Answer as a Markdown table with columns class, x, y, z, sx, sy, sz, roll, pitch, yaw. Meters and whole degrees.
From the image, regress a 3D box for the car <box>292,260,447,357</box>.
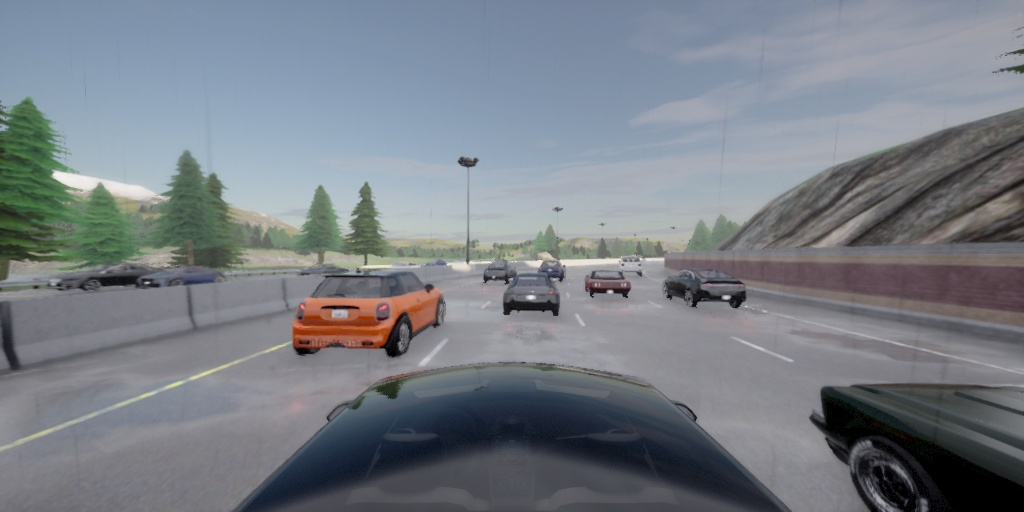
| class | x | y | z | sx | sy | sz | roll | pitch | yaw |
| --- | --- | --- | --- | --- | --- | --- | --- | --- | --- |
| car | -3.091 | 1.100 | 8.765 | 2.097 | 1.767 | 4.553 | 0 | 0 | 3 |

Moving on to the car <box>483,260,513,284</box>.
| class | x | y | z | sx | sy | sz | roll | pitch | yaw |
| --- | --- | --- | --- | --- | --- | --- | --- | --- | --- |
| car | -0.830 | 1.266 | 27.157 | 2.128 | 1.511 | 4.902 | 0 | 0 | 10 |

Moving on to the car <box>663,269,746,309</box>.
| class | x | y | z | sx | sy | sz | roll | pitch | yaw |
| --- | --- | --- | --- | --- | --- | --- | --- | --- | --- |
| car | 7.984 | 1.281 | 15.325 | 2.128 | 1.511 | 4.902 | 0 | 0 | 6 |

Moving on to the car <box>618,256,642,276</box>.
| class | x | y | z | sx | sy | sz | roll | pitch | yaw |
| --- | --- | --- | --- | --- | --- | --- | --- | --- | --- |
| car | 12.592 | 1.050 | 38.187 | 2.150 | 2.045 | 5.566 | 0 | 0 | 16 |

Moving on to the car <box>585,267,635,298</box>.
| class | x | y | z | sx | sy | sz | roll | pitch | yaw |
| --- | --- | --- | --- | --- | --- | --- | --- | --- | --- |
| car | 4.875 | 1.384 | 18.900 | 1.895 | 1.301 | 4.718 | 0 | 0 | 8 |

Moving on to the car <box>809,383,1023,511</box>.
| class | x | y | z | sx | sy | sz | roll | pitch | yaw |
| --- | --- | --- | --- | --- | --- | --- | --- | --- | --- |
| car | 3.649 | 1.362 | 1.102 | 1.895 | 1.301 | 4.718 | 0 | 0 | 0 |

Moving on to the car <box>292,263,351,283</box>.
| class | x | y | z | sx | sy | sz | roll | pitch | yaw |
| --- | --- | --- | --- | --- | --- | --- | --- | --- | --- |
| car | -14.997 | 1.294 | 28.520 | 1.994 | 1.385 | 4.181 | 0 | 0 | 11 |

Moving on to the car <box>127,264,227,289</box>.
| class | x | y | z | sx | sy | sz | roll | pitch | yaw |
| --- | --- | --- | --- | --- | --- | --- | --- | --- | --- |
| car | -19.629 | 1.272 | 21.511 | 1.994 | 1.385 | 4.181 | 0 | 0 | 8 |

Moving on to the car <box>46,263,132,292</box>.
| class | x | y | z | sx | sy | sz | roll | pitch | yaw |
| --- | --- | --- | --- | --- | --- | --- | --- | --- | --- |
| car | -23.241 | 1.188 | 20.842 | 2.128 | 1.511 | 4.902 | 0 | 0 | 7 |

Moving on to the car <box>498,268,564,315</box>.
| class | x | y | z | sx | sy | sz | roll | pitch | yaw |
| --- | --- | --- | --- | --- | --- | --- | --- | --- | --- |
| car | 0.791 | 1.329 | 13.728 | 1.994 | 1.385 | 4.181 | 0 | 0 | 5 |

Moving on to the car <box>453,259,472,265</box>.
| class | x | y | z | sx | sy | sz | roll | pitch | yaw |
| --- | --- | --- | --- | --- | --- | --- | --- | --- | --- |
| car | -8.544 | 1.314 | 62.542 | 1.812 | 1.442 | 4.674 | 0 | 0 | 23 |

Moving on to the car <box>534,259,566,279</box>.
| class | x | y | z | sx | sy | sz | roll | pitch | yaw |
| --- | --- | --- | --- | --- | --- | --- | --- | --- | --- |
| car | 3.475 | 1.144 | 30.717 | 2.097 | 1.767 | 4.553 | 0 | 0 | 12 |
